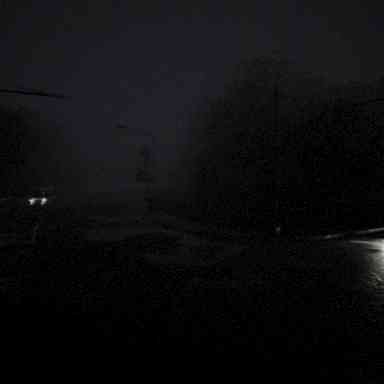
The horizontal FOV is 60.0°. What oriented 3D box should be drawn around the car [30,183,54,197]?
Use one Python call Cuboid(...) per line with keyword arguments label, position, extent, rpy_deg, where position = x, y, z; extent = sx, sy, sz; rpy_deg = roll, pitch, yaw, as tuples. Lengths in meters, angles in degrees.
Cuboid(label="car", position=(-22.795, -0.357, 50.757), extent=(2.150, 2.045, 5.566), rpy_deg=(0, 3, -7))
